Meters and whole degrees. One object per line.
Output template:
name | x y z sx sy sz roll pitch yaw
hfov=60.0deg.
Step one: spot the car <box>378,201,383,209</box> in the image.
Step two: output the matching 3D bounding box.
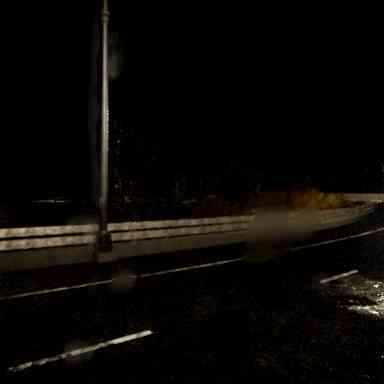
car | 37.082 2.444 63.775 2.128 1.511 4.902 0 -1 16
